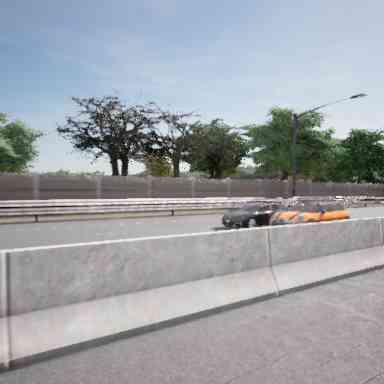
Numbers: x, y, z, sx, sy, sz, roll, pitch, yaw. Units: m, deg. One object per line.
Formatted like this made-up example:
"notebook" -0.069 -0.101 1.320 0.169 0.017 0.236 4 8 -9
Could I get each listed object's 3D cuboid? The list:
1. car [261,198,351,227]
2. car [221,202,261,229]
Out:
"car" 5.978 1.217 16.737 4.553 1.767 2.097 0 1 -35
"car" 3.928 1.368 19.578 4.892 1.490 1.837 0 1 -35
